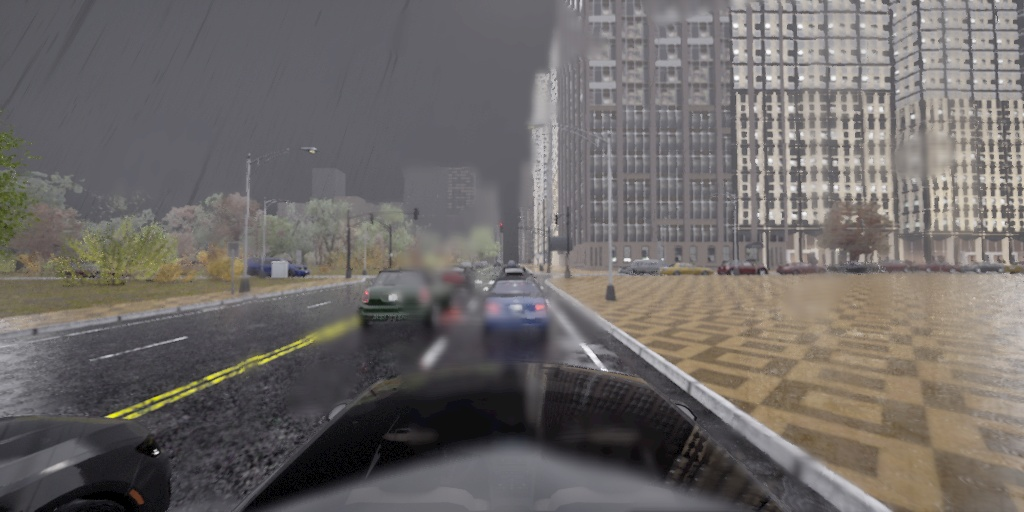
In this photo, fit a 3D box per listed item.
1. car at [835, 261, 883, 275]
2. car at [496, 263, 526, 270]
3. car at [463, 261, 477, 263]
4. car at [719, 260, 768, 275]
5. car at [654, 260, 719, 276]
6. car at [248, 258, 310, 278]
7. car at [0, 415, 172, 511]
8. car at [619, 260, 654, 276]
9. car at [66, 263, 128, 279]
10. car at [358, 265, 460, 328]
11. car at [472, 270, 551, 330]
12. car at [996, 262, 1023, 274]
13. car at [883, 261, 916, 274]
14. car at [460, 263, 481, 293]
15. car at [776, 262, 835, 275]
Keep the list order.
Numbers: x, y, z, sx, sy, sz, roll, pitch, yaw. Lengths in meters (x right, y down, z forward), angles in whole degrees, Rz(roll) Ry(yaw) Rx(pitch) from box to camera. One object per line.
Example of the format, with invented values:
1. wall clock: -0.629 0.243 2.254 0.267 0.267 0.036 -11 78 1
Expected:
1. car: 37.092 1.391 39.354 4.718 1.301 1.895 0 -2 0
2. car: 0.104 1.349 21.779 1.837 1.490 4.892 0 0 -1
3. car: -6.578 1.557 53.603 1.882 1.535 5.008 0 0 0
4. car: 21.742 1.119 33.753 4.097 1.591 1.967 0 0 -1
5. car: 16.328 1.232 33.688 4.829 1.417 1.751 0 0 -1
6. car: -23.134 1.218 35.517 5.566 2.045 2.150 0 -2 -1
7. car: -3.150 1.251 0.311 1.837 1.490 4.892 0 0 0
8. car: 14.161 1.393 39.101 4.902 1.511 2.128 0 -2 -1
9. car: -40.910 1.458 35.473 4.553 1.767 2.097 0 -2 1
10. car: -3.150 1.143 11.696 2.097 1.767 4.553 0 0 0
11. car: 0.104 1.336 11.221 2.033 1.411 5.357 0 0 -1
12. car: 49.832 1.075 34.082 4.829 1.417 1.751 0 0 -1
13. car: 43.916 1.289 42.044 4.097 1.591 1.967 0 0 -1
14. car: -3.148 1.346 21.377 1.837 1.490 4.892 0 0 0
15. car: 27.326 1.234 33.821 4.207 1.307 1.802 0 0 -1
